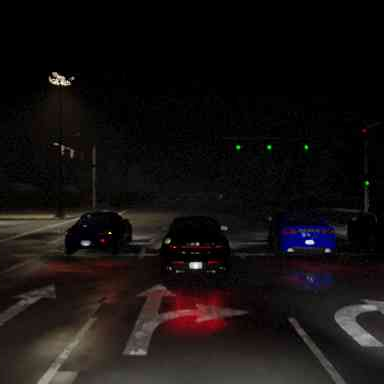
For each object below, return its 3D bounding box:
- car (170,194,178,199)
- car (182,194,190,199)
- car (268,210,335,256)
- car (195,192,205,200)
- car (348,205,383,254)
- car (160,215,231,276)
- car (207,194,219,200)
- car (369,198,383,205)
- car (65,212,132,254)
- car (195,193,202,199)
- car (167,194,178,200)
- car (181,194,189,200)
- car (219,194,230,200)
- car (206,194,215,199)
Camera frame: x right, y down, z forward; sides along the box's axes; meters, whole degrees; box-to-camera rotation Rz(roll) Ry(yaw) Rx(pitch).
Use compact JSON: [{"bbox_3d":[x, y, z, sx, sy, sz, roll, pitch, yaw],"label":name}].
[{"bbox_3d":[-5.210,1.261,95.091,1.994,1.385,4.181,0,0,0],"label":"car"},{"bbox_3d":[-1.710,1.233,95.078,2.128,1.511,4.902,0,0,0],"label":"car"},{"bbox_3d":[4.159,1.460,13.218,1.882,1.535,5.008,0,0,8],"label":"car"},{"bbox_3d":[1.755,1.360,85.895,1.882,1.535,5.008,0,0,0],"label":"car"},{"bbox_3d":[7.695,1.474,13.291,2.128,1.511,4.902,0,0,11],"label":"car"},{"bbox_3d":[0.087,1.491,10.307,1.837,1.490,4.892,0,0,0],"label":"car"},{"bbox_3d":[5.255,1.360,85.882,1.882,1.535,5.008,0,0,0],"label":"car"},{"bbox_3d":[22.664,1.454,39.288,4.892,1.490,1.837,0,0,-1],"label":"car"},{"bbox_3d":[-3.583,1.508,13.272,1.812,1.442,4.674,0,0,-2],"label":"car"},{"bbox_3d":[1.790,1.186,95.064,1.882,1.535,5.008,0,0,0],"label":"car"},{"bbox_3d":[-5.242,1.237,86.691,2.097,1.767,4.553,0,0,0],"label":"car"},{"bbox_3d":[-1.743,1.435,86.324,1.994,1.385,4.181,0,0,0],"label":"car"},{"bbox_3d":[8.761,1.426,87.457,2.033,1.411,5.357,0,0,0],"label":"car"},{"bbox_3d":[5.289,1.234,95.051,2.128,1.511,4.902,0,0,0],"label":"car"}]
